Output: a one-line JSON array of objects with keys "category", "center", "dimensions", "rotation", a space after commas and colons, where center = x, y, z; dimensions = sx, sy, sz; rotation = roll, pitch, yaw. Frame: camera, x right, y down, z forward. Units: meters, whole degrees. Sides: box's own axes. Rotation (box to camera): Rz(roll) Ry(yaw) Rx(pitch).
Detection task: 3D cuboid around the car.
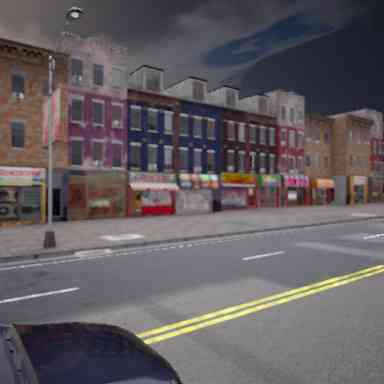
[{"category": "car", "center": [-1.991, 1.569, 2.022], "dimensions": [4.181, 1.385, 1.994], "rotation": [-1, 0, -35]}]
